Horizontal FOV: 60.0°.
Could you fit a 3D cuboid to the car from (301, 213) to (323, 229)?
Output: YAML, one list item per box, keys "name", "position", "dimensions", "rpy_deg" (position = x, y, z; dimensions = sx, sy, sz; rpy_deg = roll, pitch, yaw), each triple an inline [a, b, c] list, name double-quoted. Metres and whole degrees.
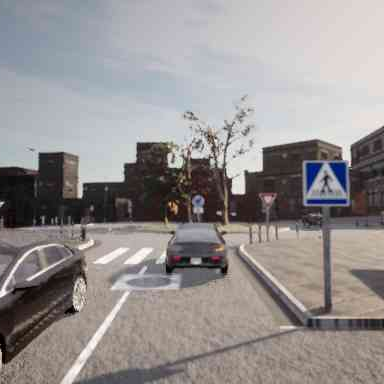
- name: "car"
  position: [12.302, 2.852, 33.501]
  dimensions: [1.882, 1.535, 5.008]
  rpy_deg: [0, -3, 10]

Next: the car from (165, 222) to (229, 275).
- name: "car"
  position: [0.200, 1.716, 11.018]
  dimensions: [1.812, 1.442, 4.674]
  rpy_deg: [0, -2, 2]

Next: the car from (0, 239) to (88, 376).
- name: "car"
  position: [-3.063, 1.539, 4.998]
  dimensions: [2.128, 1.511, 4.902]
  rpy_deg: [0, -1, 0]
